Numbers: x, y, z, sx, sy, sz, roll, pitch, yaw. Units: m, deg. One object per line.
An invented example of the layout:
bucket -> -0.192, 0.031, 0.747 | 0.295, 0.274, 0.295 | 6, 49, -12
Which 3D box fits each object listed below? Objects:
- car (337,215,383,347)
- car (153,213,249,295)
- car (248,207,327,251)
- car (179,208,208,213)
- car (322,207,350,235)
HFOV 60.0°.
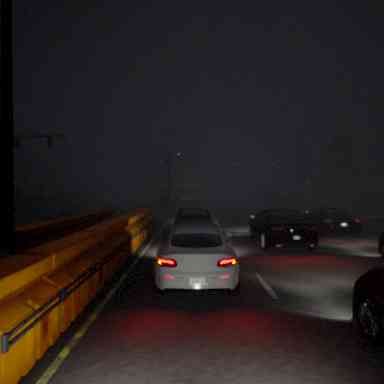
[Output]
car -> 3.593, 1.334, 3.429 | 2.097, 1.767, 4.553 | 0, 0, 0
car -> 0.088, 1.481, 8.463 | 1.812, 1.442, 4.674 | 0, 0, 0
car -> 3.581, 1.405, 13.860 | 1.882, 1.535, 5.008 | 0, 0, 0
car -> 0.076, 1.508, 17.585 | 1.895, 1.301, 4.718 | 0, 0, 0
car -> 7.076, 1.472, 17.478 | 1.994, 1.385, 4.181 | 0, 0, 0
